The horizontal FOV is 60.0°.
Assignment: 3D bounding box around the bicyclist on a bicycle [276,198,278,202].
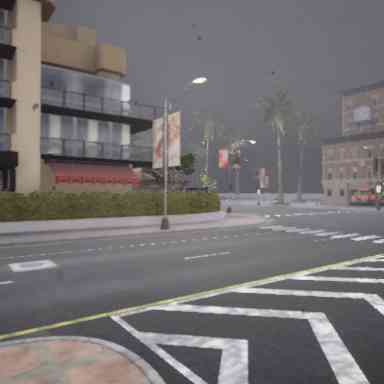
[{"bbox_3d":[14.999,1.526,57.431,1.656,1.620,0.582,0,0,-35],"label":"bicyclist on a bicycle"}]
